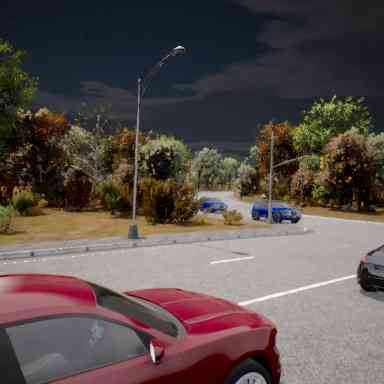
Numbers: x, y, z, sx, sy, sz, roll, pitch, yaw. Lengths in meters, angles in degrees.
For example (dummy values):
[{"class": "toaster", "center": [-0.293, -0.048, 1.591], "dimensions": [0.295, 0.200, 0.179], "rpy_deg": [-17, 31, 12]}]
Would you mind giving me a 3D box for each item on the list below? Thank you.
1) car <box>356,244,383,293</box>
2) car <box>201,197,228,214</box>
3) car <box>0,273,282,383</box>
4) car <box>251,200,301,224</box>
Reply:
[{"class": "car", "center": [5.800, 1.665, 7.936], "dimensions": [4.181, 1.385, 1.994], "rpy_deg": [1, -1, -35]}, {"class": "car", "center": [2.838, 1.754, 44.071], "dimensions": [2.150, 2.045, 5.566], "rpy_deg": [3, 0, -19]}, {"class": "car", "center": [-1.349, 1.479, 2.783], "dimensions": [5.008, 1.535, 1.882], "rpy_deg": [0, 0, -36]}, {"class": "car", "center": [7.842, 1.865, 31.613], "dimensions": [2.150, 2.045, 5.566], "rpy_deg": [3, -2, -24]}]
